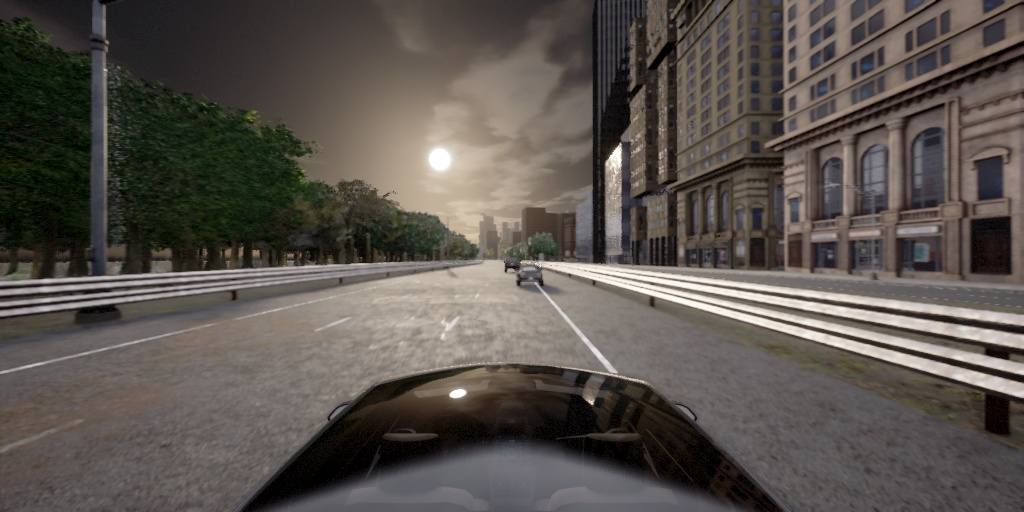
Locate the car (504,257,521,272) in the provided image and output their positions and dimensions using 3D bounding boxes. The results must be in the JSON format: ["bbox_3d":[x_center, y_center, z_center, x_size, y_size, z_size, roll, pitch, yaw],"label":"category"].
[{"bbox_3d":[0.048,1.177,50.258,2.150,2.045,5.566,0,0,0],"label":"car"}]

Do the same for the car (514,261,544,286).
[{"bbox_3d":[1.226,1.303,25.567,1.812,1.442,4.674,0,0,0],"label":"car"}]
